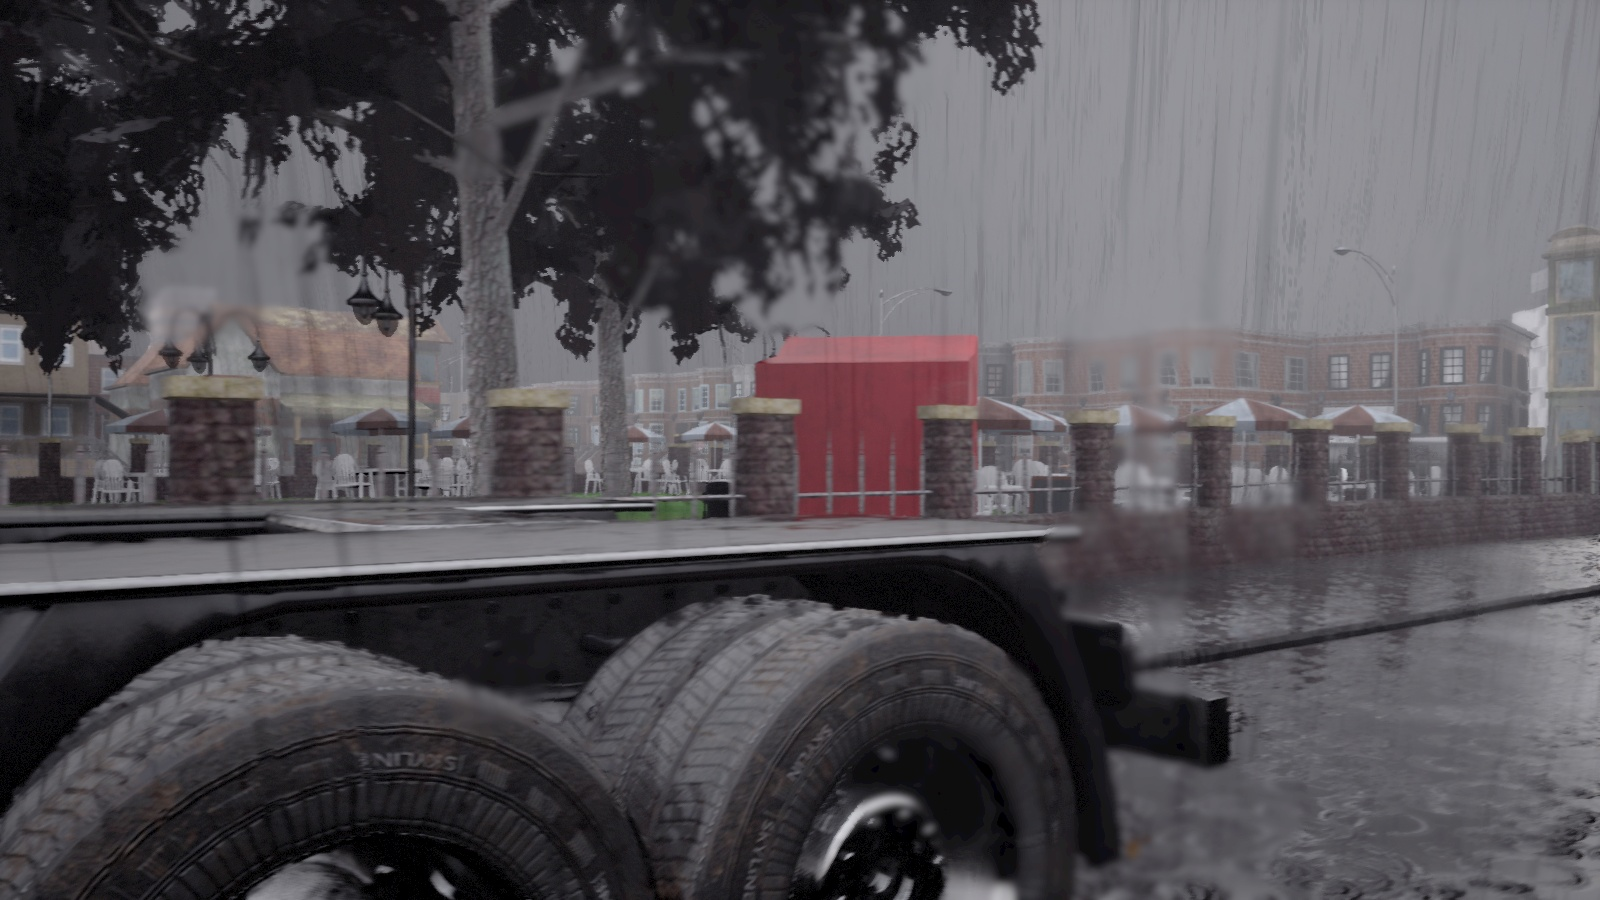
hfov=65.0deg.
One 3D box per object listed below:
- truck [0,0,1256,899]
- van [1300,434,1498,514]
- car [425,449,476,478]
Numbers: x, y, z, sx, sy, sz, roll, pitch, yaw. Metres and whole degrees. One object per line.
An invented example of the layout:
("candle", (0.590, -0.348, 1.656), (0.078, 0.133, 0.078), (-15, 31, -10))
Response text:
("truck", (-2.809, -0.227, 1.959), (7.936, 3.462, 2.891), (0, 0, -39))
("van", (15.868, 0.603, 33.458), (1.775, 1.987, 4.442), (0, 0, -38))
("car", (-22.941, 0.860, 82.344), (1.905, 1.878, 3.866), (0, 0, -39))
